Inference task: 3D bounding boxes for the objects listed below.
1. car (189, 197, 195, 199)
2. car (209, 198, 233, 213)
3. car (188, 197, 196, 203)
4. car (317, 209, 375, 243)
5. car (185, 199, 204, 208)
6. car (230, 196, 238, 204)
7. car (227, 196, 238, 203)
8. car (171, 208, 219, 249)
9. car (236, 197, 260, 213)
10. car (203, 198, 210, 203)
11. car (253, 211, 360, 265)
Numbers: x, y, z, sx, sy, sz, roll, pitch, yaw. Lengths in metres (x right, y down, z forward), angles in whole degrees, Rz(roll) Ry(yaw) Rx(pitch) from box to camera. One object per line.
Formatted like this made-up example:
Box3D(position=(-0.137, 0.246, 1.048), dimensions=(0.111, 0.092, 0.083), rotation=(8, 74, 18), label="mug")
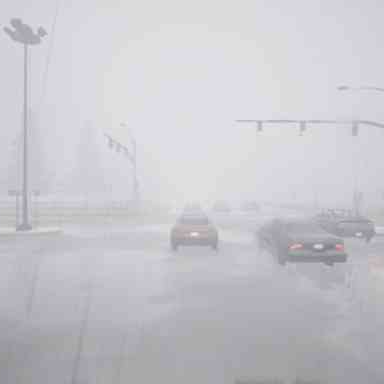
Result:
Box3D(position=(0.000, 1.954, 76.285), dimensions=(1.882, 1.535, 5.008), rotation=(0, 0, 0), label="car")
Box3D(position=(3.600, 1.830, 41.577), dimensions=(1.994, 1.385, 4.181), rotation=(0, 0, 0), label="car")
Box3D(position=(0.000, 2.002, 86.704), dimensions=(2.033, 1.411, 5.357), rotation=(0, 0, 0), label="car")
Box3D(position=(7.101, 1.598, 16.581), dimensions=(2.128, 1.511, 4.902), rotation=(0, 0, 0), label="car")
Box3D(position=(0.100, 1.854, 39.659), dimensions=(1.895, 1.301, 4.718), rotation=(0, 0, 0), label="car")
Box3D(position=(10.500, 1.976, 76.285), dimensions=(1.837, 1.490, 4.892), rotation=(0, 0, 0), label="car")
Box3D(position=(10.500, 1.817, 86.675), dimensions=(2.097, 1.767, 4.553), rotation=(0, 0, 0), label="car")
Box3D(position=(0.100, 1.662, 15.187), dimensions=(1.994, 1.385, 4.181), rotation=(0, 0, 0), label="car")
Box3D(position=(7.100, 1.754, 41.138), dimensions=(2.128, 1.511, 4.902), rotation=(0, 0, 0), label="car")
Box3D(position=(3.500, 2.084, 77.147), dimensions=(1.895, 1.301, 4.718), rotation=(0, 0, 0), label="car")
Box3D(position=(3.601, 1.625, 11.984), dimensions=(2.033, 1.411, 5.357), rotation=(0, 0, 0), label="car")
